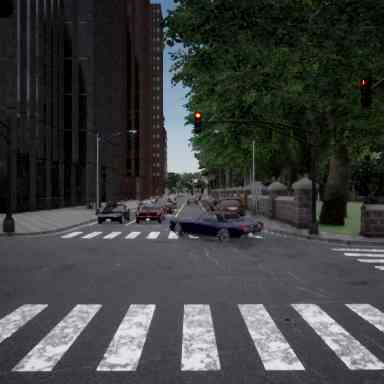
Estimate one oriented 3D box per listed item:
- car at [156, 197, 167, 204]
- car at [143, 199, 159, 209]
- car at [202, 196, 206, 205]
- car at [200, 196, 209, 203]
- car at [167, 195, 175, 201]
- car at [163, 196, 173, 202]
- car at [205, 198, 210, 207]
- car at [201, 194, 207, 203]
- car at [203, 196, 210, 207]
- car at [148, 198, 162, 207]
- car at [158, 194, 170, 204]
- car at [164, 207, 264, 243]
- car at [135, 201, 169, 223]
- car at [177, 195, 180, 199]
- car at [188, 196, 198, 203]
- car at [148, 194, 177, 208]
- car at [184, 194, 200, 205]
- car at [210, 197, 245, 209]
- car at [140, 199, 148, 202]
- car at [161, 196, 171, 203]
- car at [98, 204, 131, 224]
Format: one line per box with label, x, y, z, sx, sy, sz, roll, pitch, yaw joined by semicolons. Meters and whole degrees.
car;-5.738;1.635;63.236;1.802;1.307;4.206;0;0;0
car;-5.744;1.616;46.865;1.802;1.307;4.206;0;0;0
car;2.781;1.585;46.869;2.008;1.369;4.403;0;0;0
car;2.791;1.592;74.321;1.752;1.417;4.829;0;0;0
car;-5.728;1.533;90.522;1.967;1.590;4.097;0;0;0
car;-5.732;1.620;79.607;1.887;1.381;4.507;0;0;0
car;2.777;1.588;35.955;1.947;1.339;4.313;0;0;0
car;2.783;1.481;52.325;1.967;1.590;4.097;0;0;0
car;2.779;1.579;41.412;2.008;1.369;4.403;0;0;0
car;-5.742;1.623;52.322;1.802;1.307;4.206;0;0;0
car;-5.736;1.374;68.694;2.192;1.841;5.009;0;0;0
car;1.037;1.627;16.544;4.718;1.301;1.895;0;1;42
car;-3.090;1.612;25.483;1.895;1.301;4.718;0;0;0
car;-3.072;1.538;45.709;1.837;1.490;4.892;0;0;0
car;0.129;1.624;69.776;1.994;1.385;4.181;0;0;0
car;-3.085;1.374;35.475;2.097;1.767;4.553;0;0;1
car;0.122;1.540;59.411;2.128;1.511;4.902;0;0;0
car;2.772;1.326;25.043;2.192;1.841;5.009;0;0;0
car;-5.747;1.579;41.408;2.008;1.369;4.403;0;0;0
car;-5.734;1.612;74.150;1.887;1.381;4.507;0;0;0
car;-5.753;1.576;25.037;1.947;1.339;4.313;0;0;0
